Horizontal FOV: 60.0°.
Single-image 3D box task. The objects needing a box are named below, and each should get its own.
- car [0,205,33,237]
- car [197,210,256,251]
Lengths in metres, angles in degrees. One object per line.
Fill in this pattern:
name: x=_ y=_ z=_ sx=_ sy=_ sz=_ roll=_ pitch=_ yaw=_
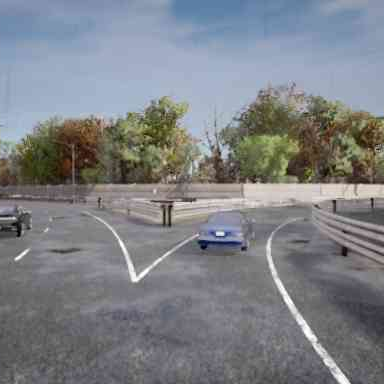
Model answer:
car: x=-9.534 y=1.402 z=17.256 sx=2.128 sy=1.511 sz=4.902 roll=0 pitch=0 yaw=-18
car: x=1.576 y=1.475 z=13.951 sx=2.033 sy=1.411 sz=5.357 roll=0 pitch=0 yaw=14
